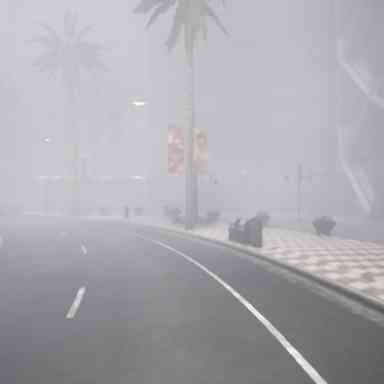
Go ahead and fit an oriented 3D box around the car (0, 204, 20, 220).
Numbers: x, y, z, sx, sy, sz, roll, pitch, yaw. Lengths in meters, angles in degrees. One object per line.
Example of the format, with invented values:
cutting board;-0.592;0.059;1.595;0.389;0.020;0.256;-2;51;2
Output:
car;-19.550;1.972;33.917;4.902;1.511;2.128;-1;-1;34
